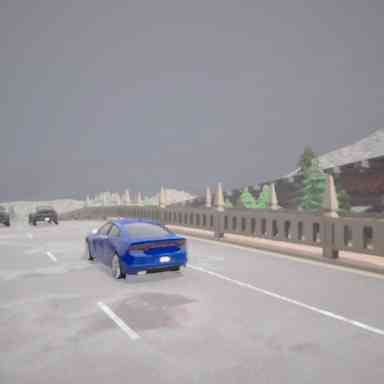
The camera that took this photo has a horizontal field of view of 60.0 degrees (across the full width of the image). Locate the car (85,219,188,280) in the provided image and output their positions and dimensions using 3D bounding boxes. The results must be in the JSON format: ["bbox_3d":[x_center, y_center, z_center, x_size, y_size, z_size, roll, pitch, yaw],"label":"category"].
[{"bbox_3d":[-1.982,1.588,10.599,1.882,1.535,5.008,0,-1,-31],"label":"car"}]

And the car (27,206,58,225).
[{"bbox_3d":[-12.541,1.973,27.913,1.837,1.490,4.892,0,-3,-31],"label":"car"}]

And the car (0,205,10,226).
[{"bbox_3d":[-15.824,1.844,26.575,2.097,1.767,4.553,0,-3,-31],"label":"car"}]

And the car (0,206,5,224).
[{"bbox_3d":[-21.065,2.539,35.166,2.097,1.767,4.553,0,-5,-31],"label":"car"}]
